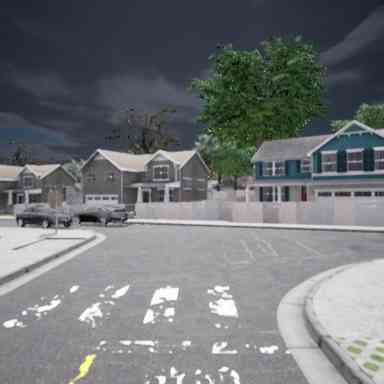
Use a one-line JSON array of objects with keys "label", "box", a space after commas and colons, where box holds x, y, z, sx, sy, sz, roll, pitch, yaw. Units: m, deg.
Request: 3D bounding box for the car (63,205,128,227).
[{"label": "car", "box": [-6.911, 1.714, 24.727, 4.902, 1.511, 2.128, -2, -2, 33]}]

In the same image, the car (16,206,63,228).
[{"label": "car", "box": [-10.462, 1.743, 23.507, 4.892, 1.490, 1.837, -2, -2, 32]}]
